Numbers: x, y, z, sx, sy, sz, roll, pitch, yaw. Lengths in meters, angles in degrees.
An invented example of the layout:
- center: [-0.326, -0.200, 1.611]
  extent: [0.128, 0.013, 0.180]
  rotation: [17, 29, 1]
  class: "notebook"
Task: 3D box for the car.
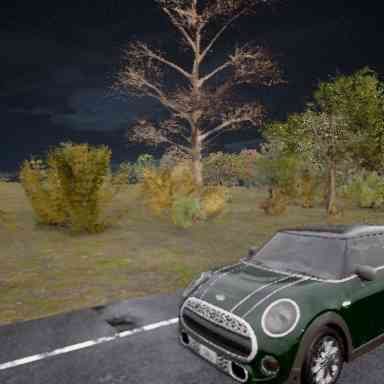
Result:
- center: [2.019, 1.347, 5.310]
  extent: [4.553, 1.767, 2.097]
  rotation: [0, 0, -36]
  class: "car"
